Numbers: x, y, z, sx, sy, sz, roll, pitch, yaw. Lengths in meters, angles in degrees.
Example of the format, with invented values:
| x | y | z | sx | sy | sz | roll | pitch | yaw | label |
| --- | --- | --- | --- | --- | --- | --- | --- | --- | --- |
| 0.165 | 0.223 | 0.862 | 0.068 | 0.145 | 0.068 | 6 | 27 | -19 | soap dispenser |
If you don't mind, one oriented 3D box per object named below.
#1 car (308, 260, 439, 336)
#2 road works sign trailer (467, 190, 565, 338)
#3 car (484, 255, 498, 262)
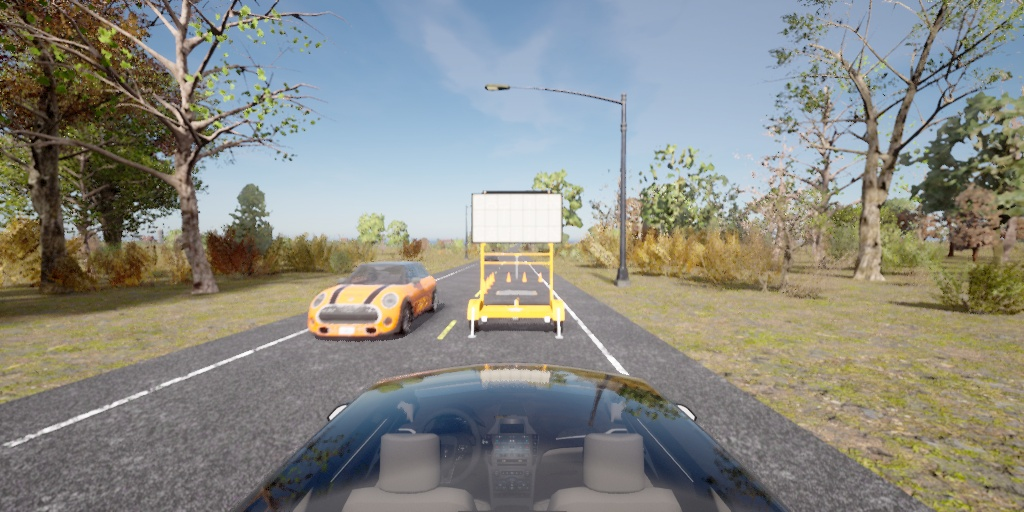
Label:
| x | y | z | sx | sy | sz | roll | pitch | yaw | label |
| --- | --- | --- | --- | --- | --- | --- | --- | --- | --- |
| -3.469 | 0.946 | 9.829 | 2.097 | 1.767 | 4.553 | 0 | 1 | 1 | car |
| 0.131 | 0.065 | 9.643 | 2.380 | 3.560 | 2.880 | 0 | 0 | 2 | road works sign trailer |
| -3.059 | 0.333 | 53.500 | 1.994 | 1.385 | 4.181 | 0 | 1 | 1 | car |
